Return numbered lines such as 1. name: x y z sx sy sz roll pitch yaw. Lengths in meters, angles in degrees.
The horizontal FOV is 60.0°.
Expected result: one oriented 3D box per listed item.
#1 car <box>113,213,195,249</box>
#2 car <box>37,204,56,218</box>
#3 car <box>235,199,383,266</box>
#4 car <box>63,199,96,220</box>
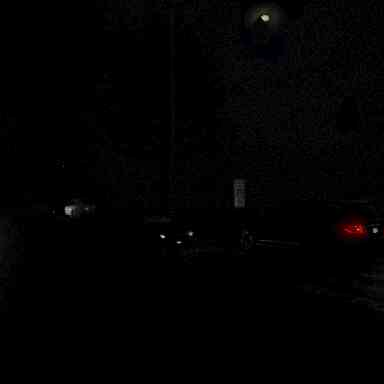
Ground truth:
1. car: -2.033 1.716 15.769 2.033 1.411 5.357 0 -1 -35
2. car: -16.554 2.132 36.918 1.882 1.535 5.008 0 -1 -34
3. car: 3.997 1.289 12.215 2.150 2.045 5.566 0 -1 -35
4. car: -12.061 1.799 35.522 2.150 2.045 5.566 0 -1 -35
